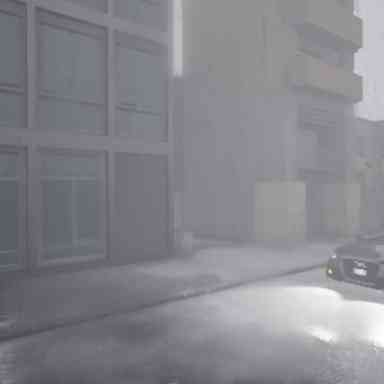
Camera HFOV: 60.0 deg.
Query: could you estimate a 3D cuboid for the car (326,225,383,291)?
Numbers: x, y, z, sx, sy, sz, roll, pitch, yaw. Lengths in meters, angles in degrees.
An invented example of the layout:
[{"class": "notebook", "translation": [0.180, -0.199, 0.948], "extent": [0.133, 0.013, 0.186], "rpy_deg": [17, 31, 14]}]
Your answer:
[{"class": "car", "translation": [5.247, 1.526, 8.315], "extent": [4.181, 1.385, 1.994], "rpy_deg": [0, 0, -35]}]
